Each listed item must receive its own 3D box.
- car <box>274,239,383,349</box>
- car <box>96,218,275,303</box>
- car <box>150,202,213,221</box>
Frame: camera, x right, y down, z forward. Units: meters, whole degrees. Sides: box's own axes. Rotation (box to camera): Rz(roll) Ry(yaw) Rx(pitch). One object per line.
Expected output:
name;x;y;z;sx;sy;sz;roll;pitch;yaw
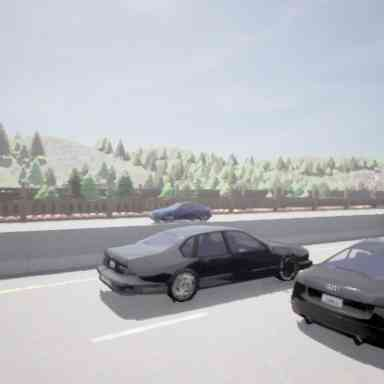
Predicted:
car;3.751;1.558;5.902;4.181;1.385;1.994;0;0;-32
car;0.514;1.524;8.104;5.357;1.411;2.033;0;0;-32
car;-0.698;1.463;23.903;4.674;1.442;1.812;0;0;-30
